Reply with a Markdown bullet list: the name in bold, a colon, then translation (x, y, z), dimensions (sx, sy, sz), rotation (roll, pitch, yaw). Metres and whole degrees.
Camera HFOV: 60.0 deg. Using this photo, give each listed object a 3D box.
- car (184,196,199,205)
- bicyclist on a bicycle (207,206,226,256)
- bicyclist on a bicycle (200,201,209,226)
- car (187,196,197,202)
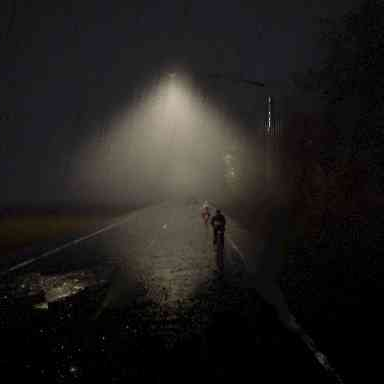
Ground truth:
- **car**: translation (0.113, 1.446, 57.110), dimensions (1.882, 1.535, 5.008), rotation (0, 0, 0)
- **bicyclist on a bicycle**: translation (0.965, 1.446, 12.022), dimensions (0.582, 1.620, 1.656), rotation (0, 0, 0)
- **bicyclist on a bicycle**: translation (0.933, 1.424, 22.036), dimensions (0.866, 1.612, 1.509), rotation (0, 0, 0)
- **car**: translation (0.017, 1.512, 73.566), dimensions (1.994, 1.385, 4.181), rotation (0, 0, 0)
